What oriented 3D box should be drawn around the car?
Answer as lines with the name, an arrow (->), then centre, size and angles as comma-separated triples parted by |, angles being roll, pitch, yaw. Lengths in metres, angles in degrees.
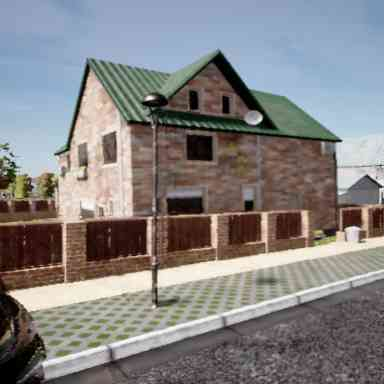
car -> -3.278, 1.212, 0.734 | 5.566, 2.045, 2.150 | 0, 0, -35
